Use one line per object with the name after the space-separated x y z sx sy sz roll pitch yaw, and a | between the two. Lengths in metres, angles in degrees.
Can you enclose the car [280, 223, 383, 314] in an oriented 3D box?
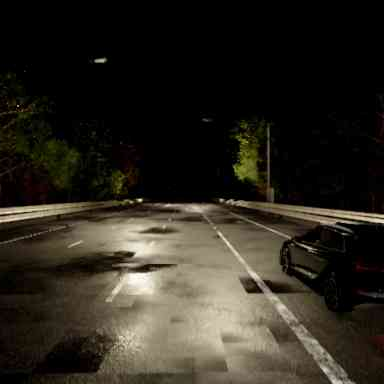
3.576 1.510 7.795 2.033 1.649 4.856 0 -1 -1 | car
